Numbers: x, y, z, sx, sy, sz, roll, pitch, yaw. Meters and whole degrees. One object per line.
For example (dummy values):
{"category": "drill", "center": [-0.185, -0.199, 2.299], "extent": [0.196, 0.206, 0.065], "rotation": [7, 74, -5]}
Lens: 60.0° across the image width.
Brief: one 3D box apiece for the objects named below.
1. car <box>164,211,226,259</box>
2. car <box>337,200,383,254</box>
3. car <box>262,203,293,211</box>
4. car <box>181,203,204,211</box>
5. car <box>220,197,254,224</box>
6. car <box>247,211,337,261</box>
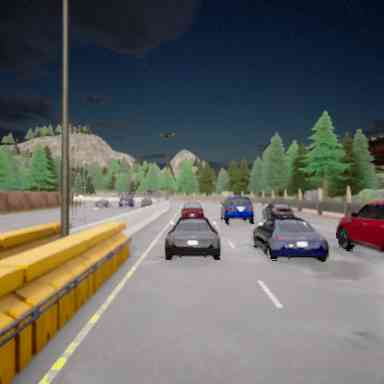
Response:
{"category": "car", "center": [0.045, 1.641, 12.899], "extent": [1.994, 1.385, 4.181], "rotation": [0, 0, 1]}
{"category": "car", "center": [7.029, 1.291, 11.418], "extent": [2.150, 2.045, 5.566], "rotation": [0, 0, 0]}
{"category": "car", "center": [7.042, 1.668, 27.557], "extent": [1.837, 1.490, 4.892], "rotation": [0, 0, 1]}
{"category": "car", "center": [0.051, 1.646, 28.735], "extent": [1.882, 1.535, 5.008], "rotation": [0, 0, 1]}
{"category": "car", "center": [3.528, 1.378, 26.369], "extent": [2.150, 2.045, 5.566], "rotation": [0, 0, 1]}
{"category": "car", "center": [3.543, 1.639, 12.627], "extent": [1.994, 1.385, 4.181], "rotation": [0, 0, 1]}
